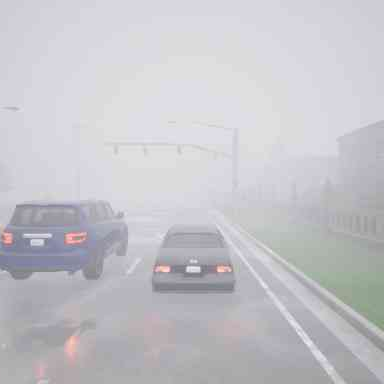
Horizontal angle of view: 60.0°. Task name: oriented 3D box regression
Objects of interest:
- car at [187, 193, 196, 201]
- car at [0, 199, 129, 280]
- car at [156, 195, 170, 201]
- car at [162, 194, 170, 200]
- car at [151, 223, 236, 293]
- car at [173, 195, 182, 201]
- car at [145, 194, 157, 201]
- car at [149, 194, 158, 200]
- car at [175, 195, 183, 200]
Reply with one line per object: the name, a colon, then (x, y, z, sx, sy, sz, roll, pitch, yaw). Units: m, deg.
car: (-0.133, 1.217, 82.611, 2.150, 2.045, 5.566, 0, 0, 0)
car: (-3.450, 1.221, 10.120, 2.150, 2.045, 5.566, 0, 0, 0)
car: (-7.134, 1.588, 83.016, 1.895, 1.301, 4.718, 0, 0, 0)
car: (-7.150, 1.385, 92.989, 1.994, 1.385, 4.181, 0, 0, 0)
car: (0.043, 1.547, 8.964, 2.033, 1.411, 5.357, 0, 0, 0)
car: (-3.633, 1.469, 82.575, 1.882, 1.535, 5.008, 0, 0, 0)
car: (-10.634, 1.517, 82.980, 1.812, 1.442, 4.674, 0, 0, 0)
car: (-10.650, 1.310, 92.983, 1.882, 1.535, 5.008, 0, 0, 0)
car: (-3.650, 1.428, 93.025, 1.895, 1.301, 4.718, 0, 0, 0)
